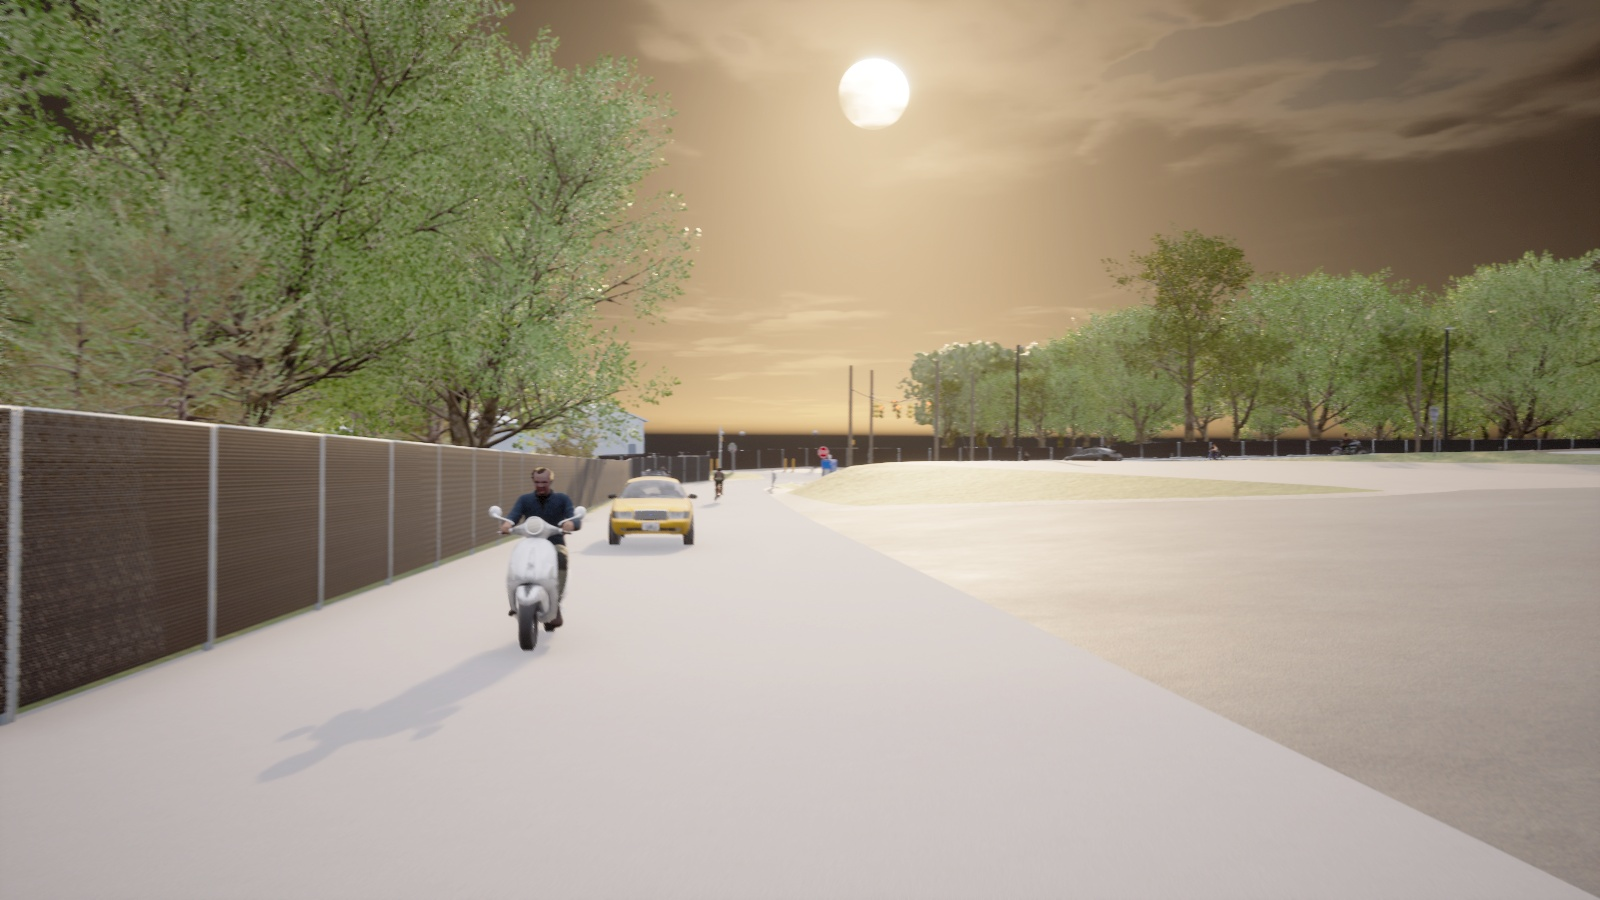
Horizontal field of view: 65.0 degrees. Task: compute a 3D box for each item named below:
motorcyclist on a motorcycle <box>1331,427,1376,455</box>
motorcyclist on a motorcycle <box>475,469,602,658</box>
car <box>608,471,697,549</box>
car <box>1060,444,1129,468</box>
[{"bbox_3d":[34.129,-0.552,77.476,2.350,1.649,0.766,-4,-2,45],"label":"motorcyclist on a motorcycle"},{"bbox_3d":[-2.348,0.971,11.508,0.866,1.590,1.817,0,-1,-3],"label":"motorcyclist on a motorcycle"},{"bbox_3d":[-3.246,1.267,28.216,1.801,1.575,5.366,0,-1,-5],"label":"car"},{"bbox_3d":[22.272,0.446,95.190,1.837,1.490,4.892,-1,-3,-40],"label":"car"}]
